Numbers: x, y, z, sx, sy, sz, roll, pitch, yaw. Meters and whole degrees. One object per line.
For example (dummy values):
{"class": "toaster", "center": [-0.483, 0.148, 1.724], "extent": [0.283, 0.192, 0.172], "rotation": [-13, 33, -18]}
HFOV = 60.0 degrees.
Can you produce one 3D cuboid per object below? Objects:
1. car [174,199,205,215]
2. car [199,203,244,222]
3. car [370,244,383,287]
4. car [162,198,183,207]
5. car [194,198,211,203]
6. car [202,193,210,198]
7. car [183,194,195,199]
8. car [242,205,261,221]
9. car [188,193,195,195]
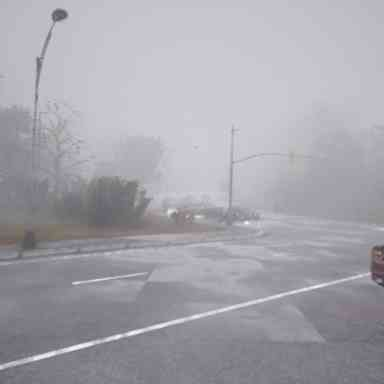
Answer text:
{"class": "car", "center": [-0.385, 1.976, 40.869], "extent": [1.994, 1.385, 4.181], "rotation": [2, 0, -19]}
{"class": "car", "center": [2.764, 2.114, 32.667], "extent": [1.895, 1.301, 4.718], "rotation": [3, -1, -23]}
{"class": "car", "center": [6.506, 1.643, 8.552], "extent": [5.008, 1.535, 1.882], "rotation": [2, -1, -37]}
{"class": "car", "center": [-3.287, 1.637, 50.432], "extent": [2.128, 1.511, 4.902], "rotation": [2, 1, -15]}
{"class": "car", "center": [1.989, 2.037, 44.554], "extent": [2.033, 1.411, 5.357], "rotation": [2, 1, -18]}
{"class": "car", "center": [3.254, 0.999, 77.226], "extent": [2.033, 1.411, 5.357], "rotation": [2, 2, -1]}
{"class": "car", "center": [-0.716, 1.655, 54.583], "extent": [1.837, 1.490, 4.892], "rotation": [2, 2, -12]}
{"class": "car", "center": [5.456, 2.152, 35.340], "extent": [1.837, 1.490, 4.892], "rotation": [3, -1, -21]}
{"class": "car", "center": [-0.191, 0.906, 76.001], "extent": [2.128, 1.511, 4.902], "rotation": [2, 2, -1]}
